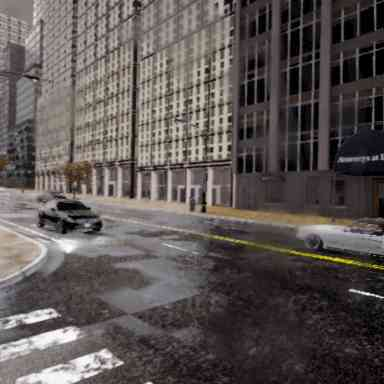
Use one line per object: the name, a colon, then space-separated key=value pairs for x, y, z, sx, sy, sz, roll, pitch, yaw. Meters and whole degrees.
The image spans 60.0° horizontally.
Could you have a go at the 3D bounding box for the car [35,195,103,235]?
car: x=-6.048 y=1.108 z=16.128 sx=1.812 sy=1.442 sz=4.674 roll=2 pitch=1 yaw=-42

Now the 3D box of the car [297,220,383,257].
car: x=6.362 y=1.676 z=12.248 sx=1.895 sy=1.301 sz=4.718 roll=1 pitch=1 yaw=-42

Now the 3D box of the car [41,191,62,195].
car: x=-15.743 y=0.647 z=37.087 sx=2.033 sy=1.411 sz=5.357 roll=2 pitch=1 yaw=-42
